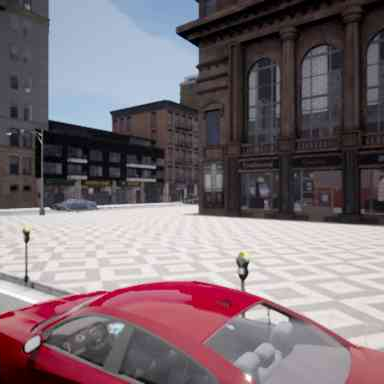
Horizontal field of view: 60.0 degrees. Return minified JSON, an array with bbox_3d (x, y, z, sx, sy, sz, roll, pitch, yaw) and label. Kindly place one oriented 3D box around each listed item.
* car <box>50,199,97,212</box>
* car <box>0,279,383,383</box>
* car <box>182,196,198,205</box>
[{"bbox_3d":[-13.576,1.466,38.529,2.033,1.411,5.357,0,0,36],"label":"car"},{"bbox_3d":[-0.351,1.542,3.095,4.507,1.381,1.887,0,0,35],"label":"car"},{"bbox_3d":[0.276,1.452,57.246,1.837,1.490,4.892,0,-1,37],"label":"car"}]
